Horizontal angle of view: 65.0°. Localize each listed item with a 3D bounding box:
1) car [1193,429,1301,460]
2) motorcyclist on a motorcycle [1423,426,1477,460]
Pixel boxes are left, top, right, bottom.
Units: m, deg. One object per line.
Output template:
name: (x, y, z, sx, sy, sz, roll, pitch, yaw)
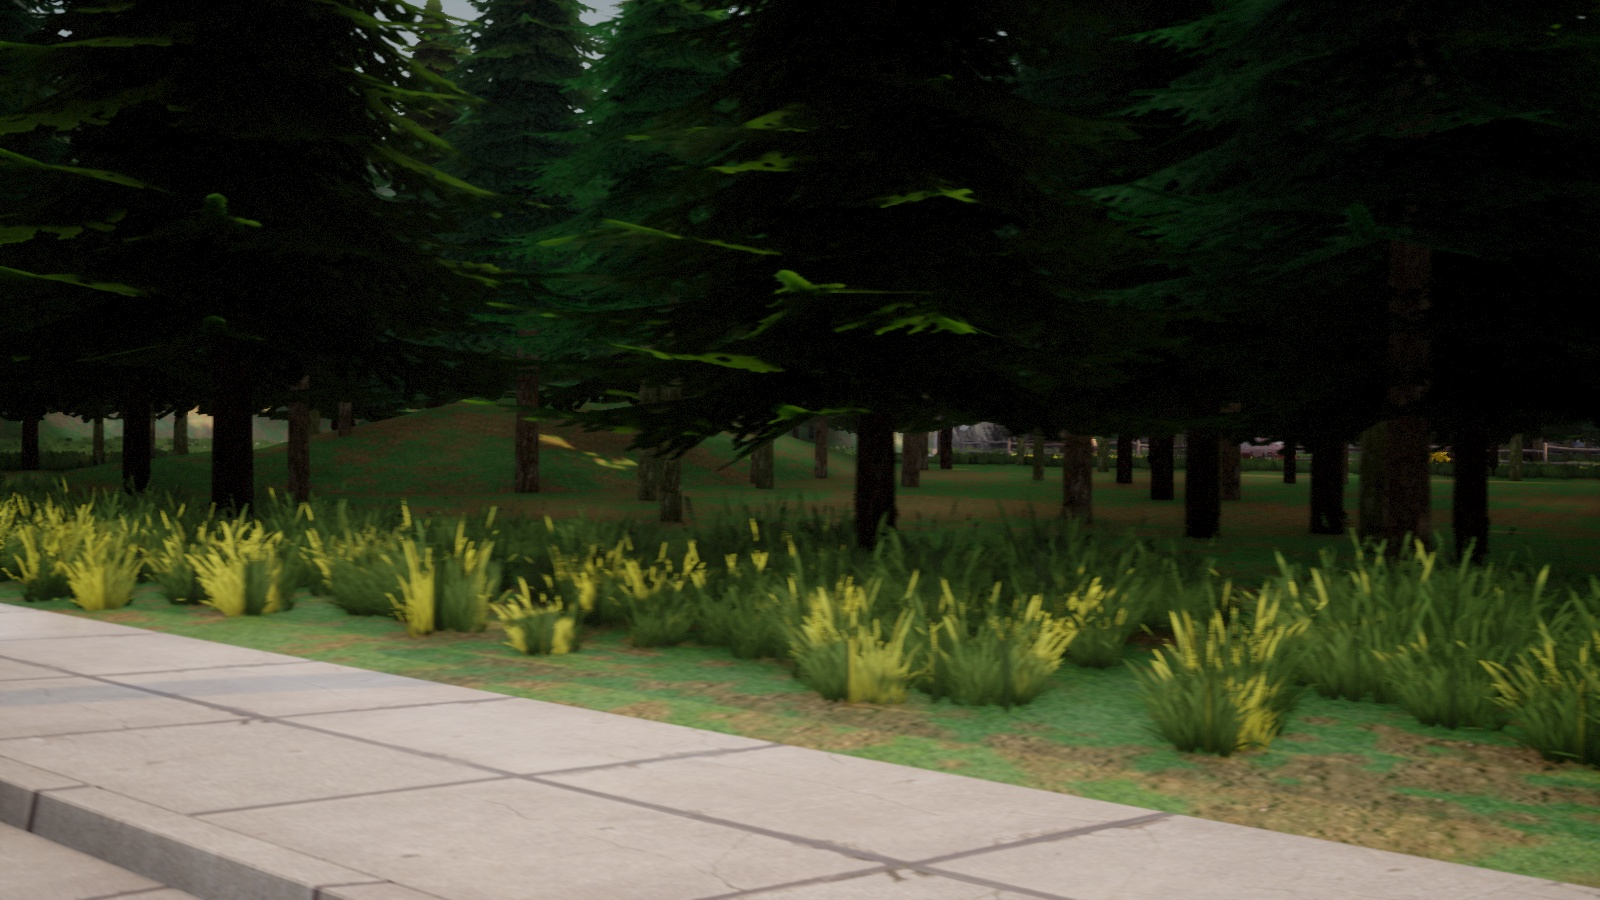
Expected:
car: (21.997, -0.274, 61.845, 4.674, 1.442, 1.812, 0, 1, 35)
motorcyclist on a motorcycle: (29.312, -0.317, 56.628, 2.044, 1.523, 0.797, 0, 1, 35)
